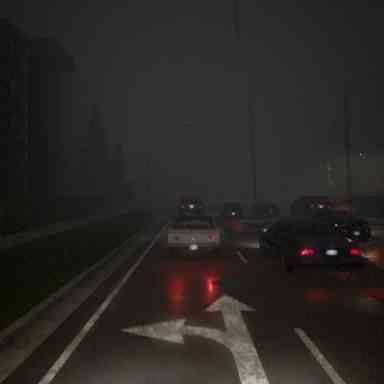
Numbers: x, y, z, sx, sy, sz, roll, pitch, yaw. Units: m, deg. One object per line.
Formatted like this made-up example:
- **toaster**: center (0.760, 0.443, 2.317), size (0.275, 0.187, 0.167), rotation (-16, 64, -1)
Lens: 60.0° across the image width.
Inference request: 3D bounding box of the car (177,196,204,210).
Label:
- **car**: center (-0.139, 1.331, 29.823), size (2.150, 2.045, 5.566), rotation (0, 0, -2)

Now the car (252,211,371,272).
- **car**: center (3.560, 1.589, 10.945), size (2.033, 1.411, 5.357), rotation (0, 0, 0)

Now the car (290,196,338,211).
- **car**: center (10.576, 1.331, 29.857), size (2.150, 2.045, 5.566), rotation (0, 0, 0)

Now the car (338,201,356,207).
- **car**: center (14.079, 1.597, 32.405), size (1.882, 1.535, 5.008), rotation (0, 0, 0)

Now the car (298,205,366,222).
- **car**: center (7.074, 1.587, 16.604), size (1.812, 1.442, 4.674), rotation (0, 0, 0)

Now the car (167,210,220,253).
- **car**: center (0.074, 1.653, 13.878), size (1.895, 1.301, 4.718), rotation (0, 0, 0)

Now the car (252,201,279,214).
- **car**: center (7.079, 1.598, 32.414), size (1.882, 1.535, 5.008), rotation (0, 0, 0)

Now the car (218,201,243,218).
- **car**: center (3.577, 1.620, 31.140), size (1.837, 1.490, 4.892), rotation (0, 0, 0)
